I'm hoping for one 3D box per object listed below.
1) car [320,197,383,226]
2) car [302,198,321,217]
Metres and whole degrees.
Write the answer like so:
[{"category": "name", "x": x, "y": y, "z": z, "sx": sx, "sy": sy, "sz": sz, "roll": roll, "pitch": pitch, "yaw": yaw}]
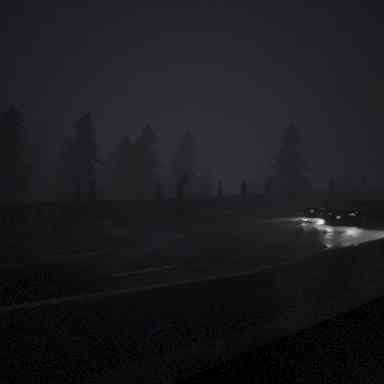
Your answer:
[{"category": "car", "x": 10.045, "y": 1.078, "z": 19.758, "sx": 4.892, "sy": 1.490, "sz": 1.837, "roll": -2, "pitch": 1, "yaw": -35}, {"category": "car", "x": 9.819, "y": 1.077, "z": 23.896, "sx": 4.181, "sy": 1.385, "sz": 1.994, "roll": -2, "pitch": 1, "yaw": -35}]
